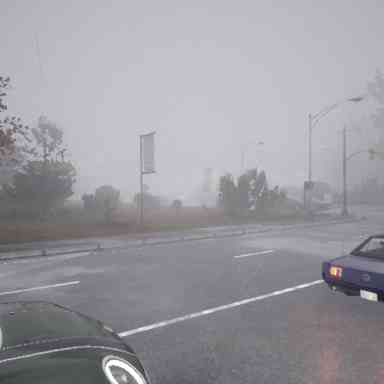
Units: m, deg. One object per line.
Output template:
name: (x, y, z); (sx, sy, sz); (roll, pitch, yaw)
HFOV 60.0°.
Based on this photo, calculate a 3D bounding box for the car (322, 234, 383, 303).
car: (5.010, 1.573, 7.305); (4.718, 1.301, 1.895); (0, 0, -35)

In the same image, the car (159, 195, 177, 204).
car: (-5.253, 1.290, 57.176); (2.128, 1.511, 4.902); (-1, 0, -38)

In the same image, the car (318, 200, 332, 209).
car: (13.595, 1.303, 39.167); (2.033, 1.411, 5.357); (-1, 0, -39)

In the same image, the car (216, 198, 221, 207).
car: (5.259, 1.143, 43.984); (2.097, 1.767, 4.553); (-1, 0, -39)

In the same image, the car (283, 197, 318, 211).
car: (10.962, 1.291, 36.856); (1.837, 1.490, 4.892); (-1, 0, -39)

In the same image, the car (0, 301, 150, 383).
car: (-2.462, 1.353, 1.966); (4.553, 1.767, 2.097); (0, 0, -36)

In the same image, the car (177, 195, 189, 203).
car: (-2.439, 1.293, 59.263); (1.812, 1.442, 4.674); (-1, 0, -38)
